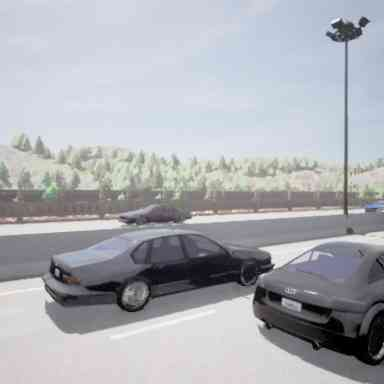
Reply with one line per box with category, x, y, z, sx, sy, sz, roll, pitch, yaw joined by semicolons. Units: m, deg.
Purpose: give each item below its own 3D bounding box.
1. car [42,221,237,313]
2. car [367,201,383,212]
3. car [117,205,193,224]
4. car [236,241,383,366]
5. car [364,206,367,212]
car;-0.482;1.566;7.701;5.357;1.411;2.033;0;0;-35
car;18.452;1.738;29.984;5.357;1.411;2.033;1;0;-35
car;-2.501;1.608;23.694;5.357;1.411;2.033;0;0;-35
car;3.055;1.592;5.923;4.181;1.385;1.994;0;0;-35
car;20.500;1.703;35.742;5.008;1.535;1.882;1;-1;-35
